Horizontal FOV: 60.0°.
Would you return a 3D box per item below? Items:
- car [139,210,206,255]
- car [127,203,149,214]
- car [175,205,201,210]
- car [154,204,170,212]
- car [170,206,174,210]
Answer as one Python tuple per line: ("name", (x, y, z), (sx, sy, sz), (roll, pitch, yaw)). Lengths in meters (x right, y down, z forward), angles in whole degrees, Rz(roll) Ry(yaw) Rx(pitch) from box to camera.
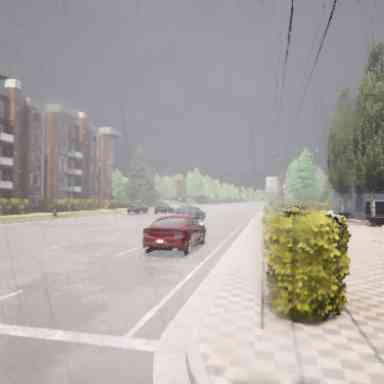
("car", (-0.652, 1.805, 15.144), (1.882, 1.535, 5.008), (1, -1, 14))
("car", (-7.675, 2.425, 47.703), (1.837, 1.490, 4.892), (1, -1, 13))
("car", (0.113, 2.301, 34.247), (2.033, 1.411, 5.357), (1, -1, 12))
("car", (-3.967, 2.496, 48.209), (1.837, 1.490, 4.892), (1, -1, 13))
("car", (-0.953, 2.533, 45.714), (2.033, 1.411, 5.357), (1, -1, 13))
